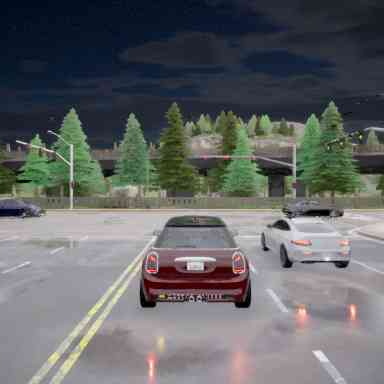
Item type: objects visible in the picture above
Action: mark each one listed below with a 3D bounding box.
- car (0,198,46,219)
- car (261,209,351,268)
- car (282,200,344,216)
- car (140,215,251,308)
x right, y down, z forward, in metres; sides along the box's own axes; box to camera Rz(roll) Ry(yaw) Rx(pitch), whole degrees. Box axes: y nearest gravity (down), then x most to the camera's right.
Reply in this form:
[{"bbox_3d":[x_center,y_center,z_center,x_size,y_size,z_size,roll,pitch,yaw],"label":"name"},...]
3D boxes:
[{"bbox_3d":[-14.703,1.295,27.788,4.553,1.767,2.097,0,0,1],"label":"car"},{"bbox_3d":[3.602,1.526,11.139,1.812,1.442,4.674,0,0,0],"label":"car"},{"bbox_3d":[9.875,1.435,27.386,4.902,1.511,2.128,0,0,1],"label":"car"},{"bbox_3d":[0.083,1.352,8.094,2.097,1.767,4.553,0,0,1],"label":"car"}]
